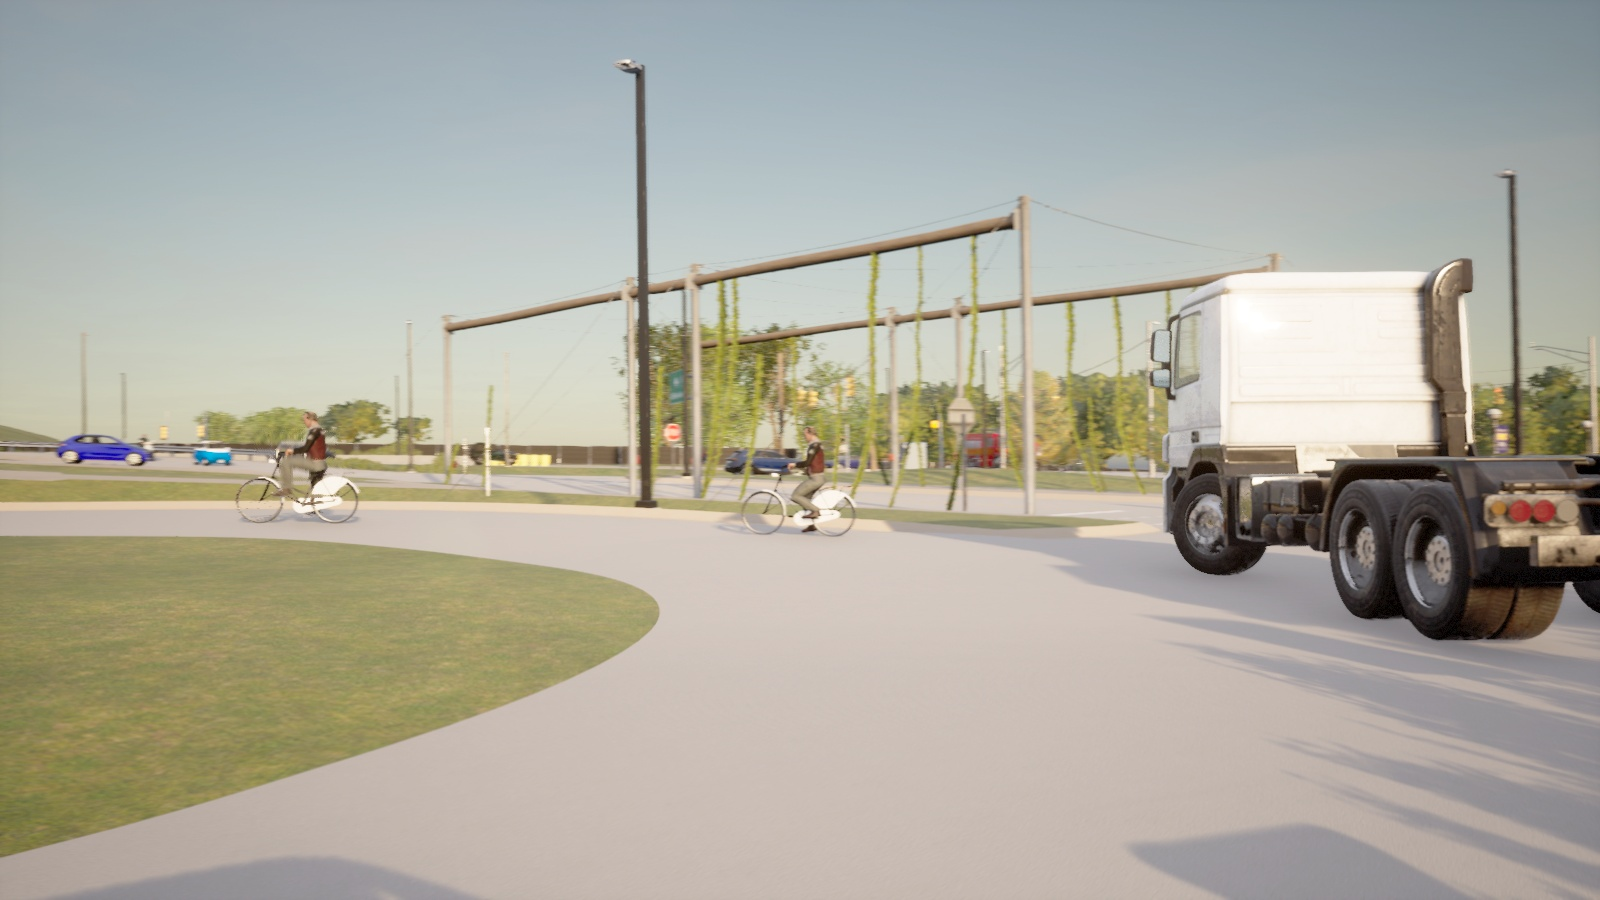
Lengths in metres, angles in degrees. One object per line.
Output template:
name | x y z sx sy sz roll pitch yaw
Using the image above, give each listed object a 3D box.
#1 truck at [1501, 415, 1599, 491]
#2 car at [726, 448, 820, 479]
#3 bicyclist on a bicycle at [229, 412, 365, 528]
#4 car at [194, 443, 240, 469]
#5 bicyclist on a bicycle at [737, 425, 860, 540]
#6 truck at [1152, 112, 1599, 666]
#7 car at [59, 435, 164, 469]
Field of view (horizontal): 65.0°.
truck | 37.471 0.169 58.825 2.891 3.462 7.936 0 -1 -22
car | -1.539 0.787 70.244 4.856 1.649 2.033 1 -1 -18
bicyclist on a bicycle | -7.850 0.311 19.666 1.843 1.776 0.659 1 0 -8
car | -32.286 0.302 69.544 2.207 1.376 1.481 2 1 38
bicyclist on a bicycle | -0.011 0.505 20.009 1.843 1.776 0.659 1 0 9
truck | 5.907 -0.364 11.834 2.891 3.462 7.936 -1 0 0
car | -33.678 0.136 61.578 4.193 1.474 1.816 3 -2 -18
